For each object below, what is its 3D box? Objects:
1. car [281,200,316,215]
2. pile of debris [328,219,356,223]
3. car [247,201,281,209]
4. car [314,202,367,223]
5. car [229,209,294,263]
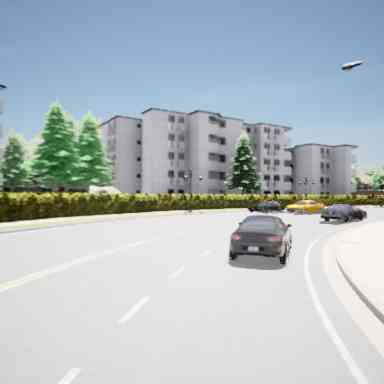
[{"bbox_3d":[12.273,1.645,36.082,5.008,1.535,1.882,1,0,-36],"label":"car"},{"bbox_3d":[12.245,2.328,27.177,1.860,0.140,1.500,1,0,-43],"label":"pile of debris"},{"bbox_3d":[8.397,1.736,37.526,4.718,1.301,1.895,1,0,-38],"label":"car"},{"bbox_3d":[12.411,1.701,27.139,5.357,1.411,2.033,1,0,-43],"label":"car"},{"bbox_3d":[2.607,1.569,12.197,1.812,1.442,4.674,0,0,19],"label":"car"}]
